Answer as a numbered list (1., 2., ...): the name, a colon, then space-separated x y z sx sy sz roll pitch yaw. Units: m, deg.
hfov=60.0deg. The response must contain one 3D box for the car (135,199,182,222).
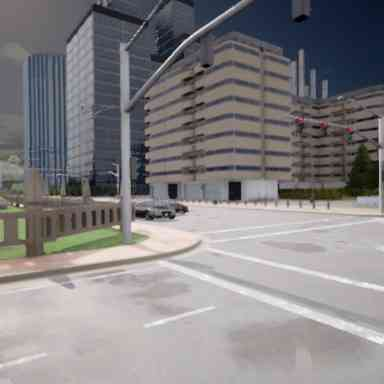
1. car: -2.928 1.379 24.781 1.994 1.385 4.181 -1 1 -35

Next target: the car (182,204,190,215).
1. car: -2.416 1.308 30.092 2.033 1.411 5.357 -1 1 -35

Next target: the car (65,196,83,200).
1. car: -15.852 1.307 42.954 2.128 1.511 4.902 -1 1 -35

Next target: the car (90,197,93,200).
1. car: -15.684 1.286 48.798 1.812 1.442 4.674 -1 0 -35
